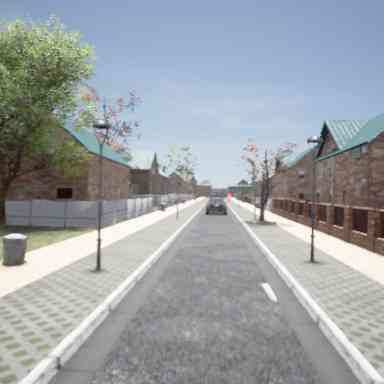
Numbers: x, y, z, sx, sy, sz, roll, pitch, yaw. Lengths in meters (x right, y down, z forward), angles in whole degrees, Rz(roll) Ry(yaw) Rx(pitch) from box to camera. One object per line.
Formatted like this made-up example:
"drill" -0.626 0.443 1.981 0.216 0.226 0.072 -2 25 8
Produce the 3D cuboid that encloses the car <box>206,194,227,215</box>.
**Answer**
"car" 2.559 1.356 34.515 2.097 1.767 4.553 1 0 5
